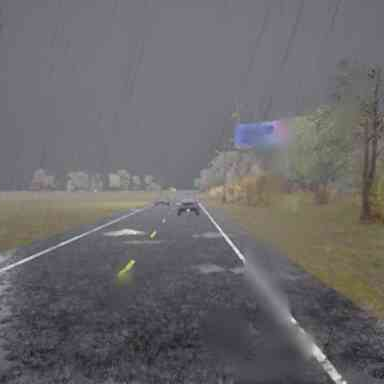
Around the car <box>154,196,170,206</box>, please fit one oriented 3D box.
[{"bbox_3d":[-4.023,1.231,45.759,1.994,1.385,4.181,0,0,-1],"label":"car"}]

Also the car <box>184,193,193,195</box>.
[{"bbox_3d":[-0.459,0.984,45.445,2.097,1.767,4.553,0,0,0],"label":"car"}]

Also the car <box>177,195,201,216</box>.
[{"bbox_3d":[-0.311,1.262,29.985,1.837,1.490,4.892,0,0,0],"label":"car"}]
